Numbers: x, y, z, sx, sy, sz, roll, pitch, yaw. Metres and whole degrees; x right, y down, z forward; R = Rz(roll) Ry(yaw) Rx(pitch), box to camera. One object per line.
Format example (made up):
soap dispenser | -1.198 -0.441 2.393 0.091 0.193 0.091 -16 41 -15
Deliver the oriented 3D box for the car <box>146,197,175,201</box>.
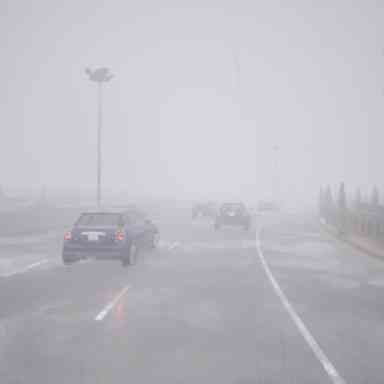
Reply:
car | -3.749 1.525 44.848 1.837 1.490 4.892 0 0 26

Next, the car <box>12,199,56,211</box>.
car | -15.775 1.451 33.580 1.812 1.442 4.674 0 0 18

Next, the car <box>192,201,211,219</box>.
car | 1.428 1.531 29.291 1.837 1.490 4.892 0 0 18

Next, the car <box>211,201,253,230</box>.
car | 2.829 1.382 21.670 2.097 1.767 4.553 0 0 13

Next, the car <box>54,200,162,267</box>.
car | -2.599 1.344 11.688 2.097 1.767 4.553 0 0 7

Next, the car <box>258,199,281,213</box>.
car | 9.004 1.554 38.551 1.882 1.535 5.008 0 0 26

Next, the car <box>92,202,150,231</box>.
car | -4.398 1.492 21.523 1.837 1.490 4.892 0 0 13
